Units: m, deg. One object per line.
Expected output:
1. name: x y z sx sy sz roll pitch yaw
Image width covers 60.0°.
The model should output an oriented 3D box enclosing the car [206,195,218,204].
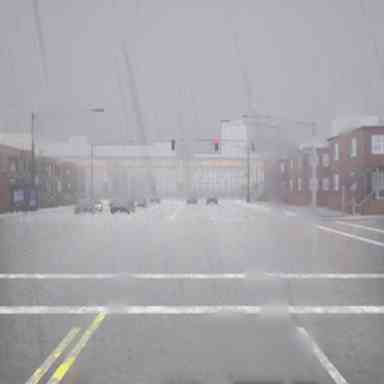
1. car: 3.497 1.394 59.117 1.837 1.490 4.892 0 0 0

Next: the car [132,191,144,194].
1. car: -10.503 0.911 64.265 2.150 2.045 5.566 0 0 0

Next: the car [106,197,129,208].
1. car: -10.581 1.459 47.706 2.033 1.411 5.357 0 0 0

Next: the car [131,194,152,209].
1. car: -7.086 1.408 44.830 2.128 1.511 4.902 0 0 0

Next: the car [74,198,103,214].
1. car: -10.589 1.441 34.388 1.837 1.490 4.892 0 0 0

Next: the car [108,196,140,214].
1. car: -7.094 1.483 34.726 2.033 1.411 5.357 0 0 0

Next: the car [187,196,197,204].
1. car: -0.003 1.381 59.113 2.128 1.511 4.902 0 0 0

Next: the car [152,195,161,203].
1. car: -7.013 1.390 63.254 1.837 1.490 4.892 0 0 0
